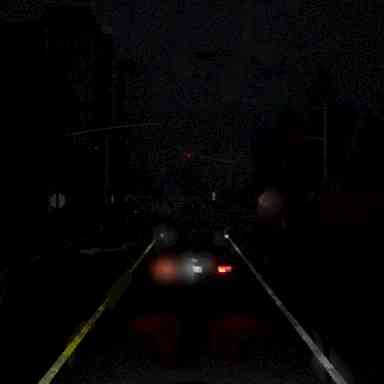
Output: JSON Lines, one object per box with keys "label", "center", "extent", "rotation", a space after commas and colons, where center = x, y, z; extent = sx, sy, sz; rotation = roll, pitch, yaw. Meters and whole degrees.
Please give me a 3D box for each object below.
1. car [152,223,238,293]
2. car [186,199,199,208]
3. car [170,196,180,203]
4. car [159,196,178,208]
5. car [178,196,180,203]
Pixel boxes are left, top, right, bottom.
{"label": "car", "center": [0.074, 1.547, 8.964], "extent": [2.033, 1.411, 5.357], "rotation": [0, 0, 0]}
{"label": "car", "center": [0.097, 1.601, 47.487], "extent": [1.895, 1.301, 4.718], "rotation": [0, 0, 1]}
{"label": "car", "center": [-3.396, 1.505, 67.885], "extent": [1.837, 1.490, 4.892], "rotation": [0, 0, 0]}
{"label": "car", "center": [-3.510, 1.547, 47.446], "extent": [2.033, 1.411, 5.357], "rotation": [0, 0, 0]}
{"label": "car", "center": [-3.481, 1.505, 57.507], "extent": [1.837, 1.490, 4.892], "rotation": [0, 0, 0]}
